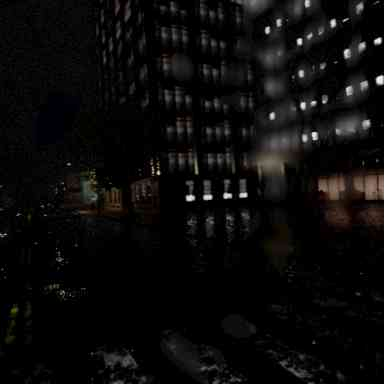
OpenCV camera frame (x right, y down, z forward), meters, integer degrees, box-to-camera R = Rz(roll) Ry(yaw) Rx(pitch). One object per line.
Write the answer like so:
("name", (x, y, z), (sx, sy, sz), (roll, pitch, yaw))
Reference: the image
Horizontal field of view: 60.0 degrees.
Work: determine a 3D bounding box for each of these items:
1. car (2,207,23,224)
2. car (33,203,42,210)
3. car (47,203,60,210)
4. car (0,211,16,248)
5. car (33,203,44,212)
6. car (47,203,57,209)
("car", (-18.758, 2.412, 34.456), (2.097, 1.767, 4.553), (-3, 0, -25))
("car", (-37.607, 3.504, 81.070), (1.812, 1.442, 4.674), (-3, 0, -26))
("car", (-30.147, 3.229, 73.107), (1.837, 1.490, 4.892), (-3, 0, -26))
("car", (-10.554, 2.070, 17.405), (1.882, 1.535, 5.008), (-3, 0, -26))
("car", (-33.067, 3.419, 71.691), (2.033, 1.411, 5.357), (-3, 0, -26))
("car", (-34.684, 3.382, 82.486), (1.994, 1.385, 4.181), (-3, 0, -26))
